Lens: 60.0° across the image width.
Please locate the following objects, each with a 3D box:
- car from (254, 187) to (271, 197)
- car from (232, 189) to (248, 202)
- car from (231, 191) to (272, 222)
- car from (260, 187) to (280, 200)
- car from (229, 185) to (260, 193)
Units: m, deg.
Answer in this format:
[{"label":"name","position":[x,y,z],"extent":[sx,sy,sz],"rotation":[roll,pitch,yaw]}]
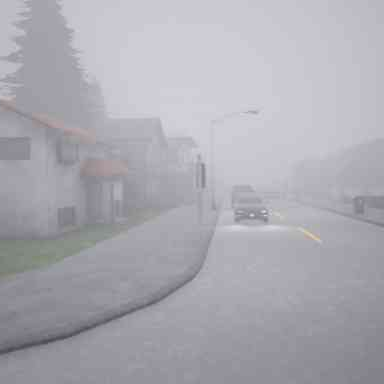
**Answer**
[{"label":"car","position":[11.411,-0.085,54.173],"extent":[2.128,1.511,4.902],"rotation":[-1,1,6]},{"label":"car","position":[5.782,0.393,40.418],"extent":[1.812,1.442,4.674],"rotation":[-1,1,7]},{"label":"car","position":[3.470,0.924,20.162],"extent":[1.837,1.490,4.892],"rotation":[-1,1,6]},{"label":"car","position":[10.386,0.173,44.134],"extent":[1.882,1.535,5.008],"rotation":[-1,1,6]},{"label":"car","position":[4.589,0.369,30.137],"extent":[2.150,2.045,5.566],"rotation":[-1,1,6]}]
